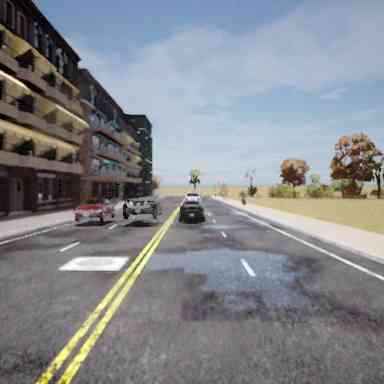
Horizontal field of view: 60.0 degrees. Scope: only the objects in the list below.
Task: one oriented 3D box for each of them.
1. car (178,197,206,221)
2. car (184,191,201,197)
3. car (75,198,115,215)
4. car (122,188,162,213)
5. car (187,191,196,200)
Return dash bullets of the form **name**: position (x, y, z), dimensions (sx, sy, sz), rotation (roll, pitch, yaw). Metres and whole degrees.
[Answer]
- **car**: position (-0.013, 1.382, 25.785), dimensions (1.837, 1.490, 4.892), rotation (0, 0, 0)
- **car**: position (0.082, 1.009, 45.091), dimensions (2.150, 2.045, 5.566), rotation (0, 0, 0)
- **car**: position (-6.509, 1.135, 22.806), dimensions (1.812, 1.442, 4.674), rotation (0, 0, 0)
- **car**: position (-3.259, 0.733, 22.774), dimensions (2.150, 2.045, 5.566), rotation (0, 0, 0)
- **car**: position (-0.030, 0.829, 81.816), dimensions (2.150, 2.045, 5.566), rotation (0, 0, 0)
